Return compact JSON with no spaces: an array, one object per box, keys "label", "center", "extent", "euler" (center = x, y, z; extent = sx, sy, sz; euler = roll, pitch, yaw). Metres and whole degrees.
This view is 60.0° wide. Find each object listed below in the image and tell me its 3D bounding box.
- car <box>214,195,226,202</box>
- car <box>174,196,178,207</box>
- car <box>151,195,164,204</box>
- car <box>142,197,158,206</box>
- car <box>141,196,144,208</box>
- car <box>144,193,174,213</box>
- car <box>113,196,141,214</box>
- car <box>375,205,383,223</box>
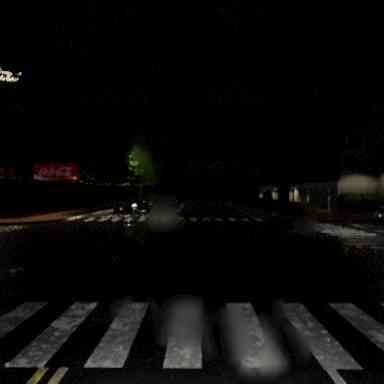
[{"label":"car","center":[6.336,1.454,74.905],"extent":[1.994,1.385,4.181],"euler":[0,0,20]},{"label":"car","center":[-3.366,1.540,45.816],"extent":[1.895,1.301,4.718],"euler":[0,0,1]},{"label":"car","center":[-6.548,1.393,64.276],"extent":[1.882,1.535,5.008],"euler":[0,0,2]},{"label":"car","center":[-6.779,1.493,53.993],"extent":[1.994,1.385,4.181],"euler":[0,0,0]},{"label":"car","center":[-6.887,1.294,44.096],"extent":[2.097,1.767,4.553],"euler":[0,0,1]},{"label":"car","center":[-3.460,1.174,36.052],"extent":[2.150,2.045,5.566],"euler":[0,0,1]},{"label":"car","center":[-6.963,1.458,35.129],"extent":[1.837,1.490,4.892],"euler":[0,0,1]},{"label":"car","center":[15.061,1.193,21.705],"extent":[5.566,2.045,2.150],"euler":[0,0,1]}]
